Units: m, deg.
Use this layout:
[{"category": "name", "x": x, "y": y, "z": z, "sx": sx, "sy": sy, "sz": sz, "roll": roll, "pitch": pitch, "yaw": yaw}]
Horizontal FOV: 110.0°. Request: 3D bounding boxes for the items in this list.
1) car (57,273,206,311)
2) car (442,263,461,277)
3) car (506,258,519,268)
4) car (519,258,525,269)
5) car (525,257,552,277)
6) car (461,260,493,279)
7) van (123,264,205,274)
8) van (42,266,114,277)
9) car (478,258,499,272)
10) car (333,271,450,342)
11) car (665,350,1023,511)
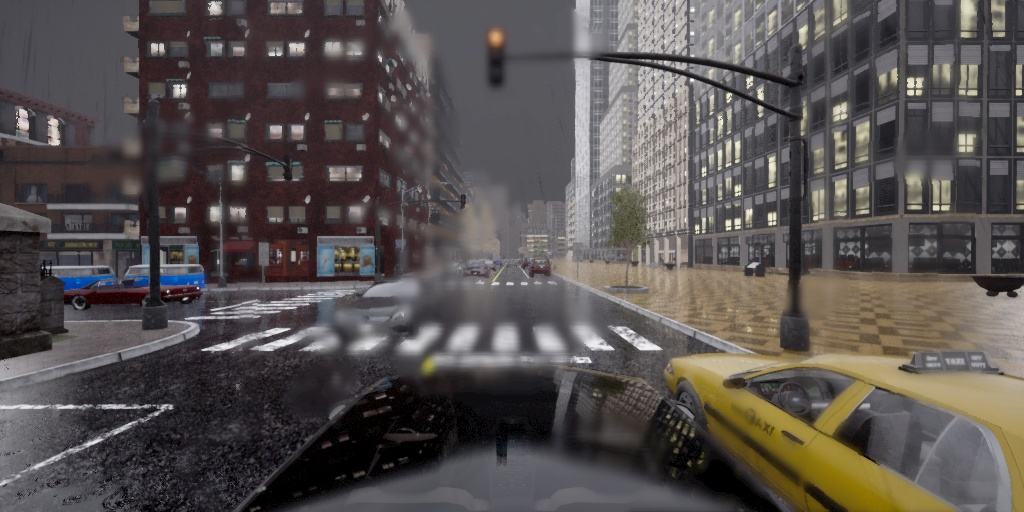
[{"category": "car", "x": -16.544, "y": 1.603, "z": 15.719, "sx": 4.718, "sy": 1.301, "sz": 1.895, "roll": -1, "pitch": 0, "yaw": -1}, {"category": "car", "x": -5.681, "y": 1.310, "z": 34.709, "sx": 2.007, "sy": 1.370, "sz": 4.403, "roll": 0, "pitch": 0, "yaw": 0}, {"category": "car", "x": 0.016, "y": 1.286, "z": 63.484, "sx": 2.128, "sy": 1.511, "sz": 4.902, "roll": 0, "pitch": 0, "yaw": 0}, {"category": "car", "x": 2.705, "y": 1.099, "z": 56.812, "sx": 2.192, "sy": 1.841, "sz": 5.009, "roll": 0, "pitch": 0, "yaw": 0}, {"category": "car", "x": 2.698, "y": 1.074, "z": 34.707, "sx": 2.192, "sy": 1.841, "sz": 5.009, "roll": 0, "pitch": 0, "yaw": 0}, {"category": "car", "x": -3.093, "y": 1.322, "z": 32.514, "sx": 1.994, "sy": 1.385, "sz": 4.181, "roll": 0, "pitch": 0, "yaw": 0}, {"category": "van", "x": -20.762, "y": 1.391, "z": 21.473, "sx": 3.998, "sy": 1.789, "sz": 1.690, "roll": 0, "pitch": 0, "yaw": -1}, {"category": "van", "x": -26.300, "y": 1.481, "z": 21.424, "sx": 3.998, "sy": 1.789, "sz": 1.690, "roll": 0, "pitch": 0, "yaw": -1}, {"category": "car", "x": -3.098, "y": 1.296, "z": 46.838, "sx": 1.812, "sy": 1.442, "sz": 4.674, "roll": 0, "pitch": 0, "yaw": 0}, {"category": "car", "x": -3.106, "y": 1.314, "z": 9.985, "sx": 1.812, "sy": 1.442, "sz": 4.674, "roll": 0, "pitch": -1, "yaw": 0}, {"category": "car", "x": 2.689, "y": 1.275, "z": 2.465, "sx": 1.751, "sy": 1.417, "sz": 4.829, "roll": 0, "pitch": 0, "yaw": 0}]
